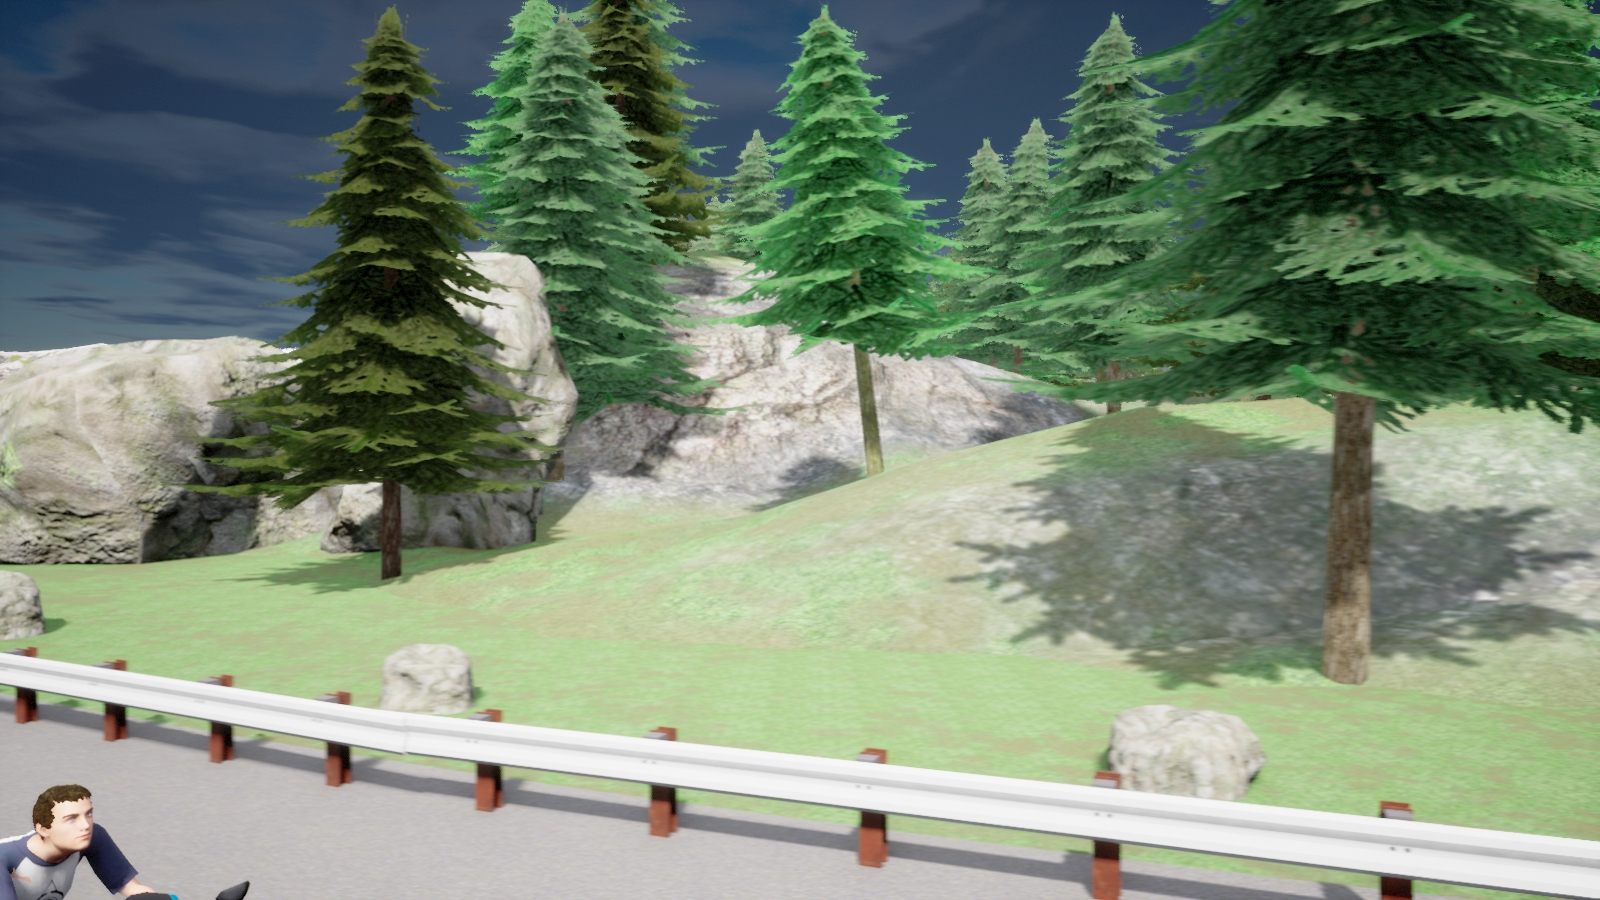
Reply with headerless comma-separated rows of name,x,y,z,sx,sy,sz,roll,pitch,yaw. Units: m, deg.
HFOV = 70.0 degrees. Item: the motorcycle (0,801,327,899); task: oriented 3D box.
motorcycle,-2.896,2.176,4.381,2.033,1.217,0.803,0,0,23
